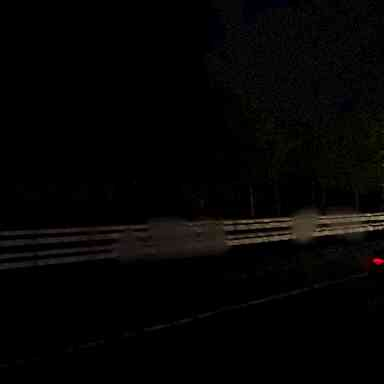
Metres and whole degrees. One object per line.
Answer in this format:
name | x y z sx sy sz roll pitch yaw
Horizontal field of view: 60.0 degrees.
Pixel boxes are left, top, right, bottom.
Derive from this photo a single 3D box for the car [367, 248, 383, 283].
car | 6.661 1.677 8.594 5.357 1.411 2.033 1 0 -35
